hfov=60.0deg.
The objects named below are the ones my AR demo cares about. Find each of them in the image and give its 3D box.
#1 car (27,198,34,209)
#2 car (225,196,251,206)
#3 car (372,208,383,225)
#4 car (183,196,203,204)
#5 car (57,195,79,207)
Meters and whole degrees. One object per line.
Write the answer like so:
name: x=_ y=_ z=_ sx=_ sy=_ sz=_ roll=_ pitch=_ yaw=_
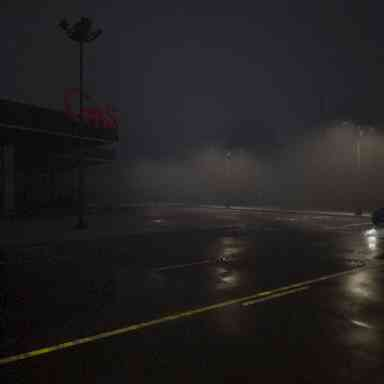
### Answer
car: x=-22.029 y=1.456 z=43.590 sx=1.970 sy=1.475 sz=3.806 roll=0 pitch=0 yaw=-35
car: x=7.492 y=1.502 z=54.902 sx=1.837 sy=1.490 sz=4.892 roll=0 pitch=0 yaw=-36
car: x=14.303 y=1.477 z=22.861 sx=5.008 sy=1.535 sz=1.882 roll=0 pitch=0 yaw=-36
car: x=0.210 y=1.477 z=64.980 sx=1.882 sy=1.535 sz=5.008 roll=0 pitch=0 yaw=-36
car: x=-17.819 y=1.295 z=47.573 sx=2.242 sy=1.667 sz=4.611 roll=0 pitch=0 yaw=-35
